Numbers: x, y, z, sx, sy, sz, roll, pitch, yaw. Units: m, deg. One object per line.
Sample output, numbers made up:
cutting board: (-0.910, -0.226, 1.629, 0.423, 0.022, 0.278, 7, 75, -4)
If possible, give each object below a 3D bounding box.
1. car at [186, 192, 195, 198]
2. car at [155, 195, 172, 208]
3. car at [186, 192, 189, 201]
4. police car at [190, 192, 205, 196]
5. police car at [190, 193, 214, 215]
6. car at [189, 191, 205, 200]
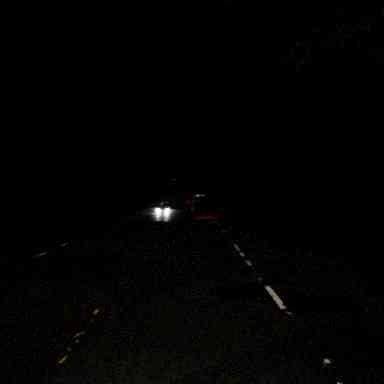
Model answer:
car: (-0.392, 0.652, 82.469, 2.033, 1.411, 5.357, 0, 1, -1)
car: (-3.622, 1.189, 42.427, 2.128, 1.511, 4.902, 0, 1, 0)
car: (-0.191, 0.925, 65.482, 2.128, 1.511, 4.902, 0, 1, -1)
police car: (1.023, 1.132, 41.471, 1.930, 1.638, 5.238, 0, 1, 0)
police car: (1.049, 1.223, 31.465, 1.930, 1.638, 5.238, 0, 0, 0)
car: (0.996, 0.870, 47.392, 2.150, 2.045, 5.566, 0, 1, 0)
